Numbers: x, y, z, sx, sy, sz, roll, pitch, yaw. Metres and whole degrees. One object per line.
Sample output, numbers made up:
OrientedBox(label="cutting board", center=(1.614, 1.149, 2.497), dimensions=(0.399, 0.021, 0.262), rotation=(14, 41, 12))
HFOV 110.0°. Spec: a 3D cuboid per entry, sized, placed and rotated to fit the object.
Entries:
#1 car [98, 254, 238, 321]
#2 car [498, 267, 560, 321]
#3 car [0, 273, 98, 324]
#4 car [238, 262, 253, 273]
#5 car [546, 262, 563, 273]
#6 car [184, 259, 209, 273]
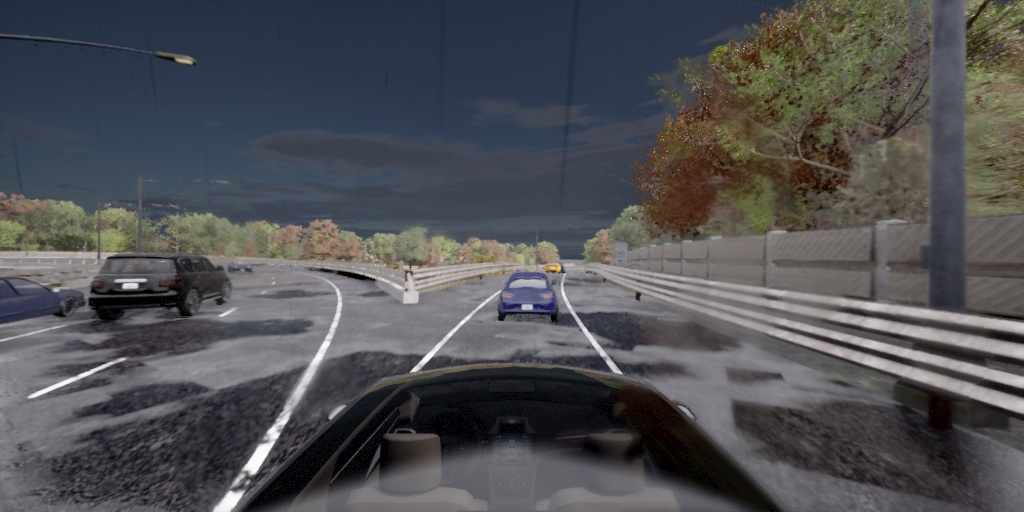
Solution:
OrientedBox(label="car", center=(-11.881, 0.942, 12.603), dimensions=(2.150, 2.045, 5.566), rotation=(0, 0, -24))
OrientedBox(label="car", center=(0.578, 1.277, 12.390), dimensions=(1.812, 1.442, 4.674), rotation=(0, 0, 4))
OrientedBox(label="car", center=(-14.316, 1.262, 9.617), dimensions=(2.033, 1.411, 5.357), rotation=(0, 0, -24))
OrientedBox(label="car", center=(-30.859, 1.274, 40.747), dimensions=(1.895, 1.301, 4.718), rotation=(0, 0, -43))
OrientedBox(label="car", center=(5.673, 1.630, 49.346), dimensions=(1.882, 1.535, 5.008), rotation=(0, -2, 9))
OrientedBox(label="car", center=(-37.027, 1.163, 42.039), dimensions=(4.892, 1.490, 1.837), rotation=(0, 0, 45))
